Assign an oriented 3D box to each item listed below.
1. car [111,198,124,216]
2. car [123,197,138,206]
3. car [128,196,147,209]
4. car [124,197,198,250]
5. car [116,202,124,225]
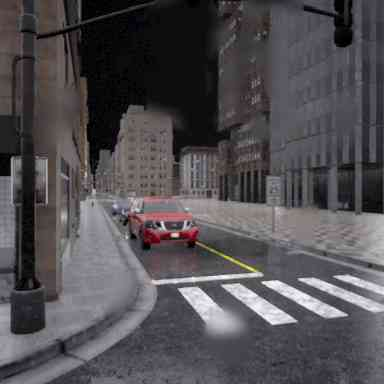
[{"bbox_3d":[-7.102,1.424,33.993,2.097,1.767,4.553,0,0,-16],"label":"car"},{"bbox_3d":[-10.585,1.600,56.938,1.882,1.535,5.008,0,0,-17],"label":"car"},{"bbox_3d":[-7.784,1.455,47.504,2.097,1.767,4.553,0,0,-16],"label":"car"},{"bbox_3d":[-1.505,1.254,14.993,2.150,2.045,5.566,0,0,-18],"label":"car"},{"bbox_3d":[-4.272,1.653,24.412,1.895,1.301,4.718,0,0,-17],"label":"car"}]
